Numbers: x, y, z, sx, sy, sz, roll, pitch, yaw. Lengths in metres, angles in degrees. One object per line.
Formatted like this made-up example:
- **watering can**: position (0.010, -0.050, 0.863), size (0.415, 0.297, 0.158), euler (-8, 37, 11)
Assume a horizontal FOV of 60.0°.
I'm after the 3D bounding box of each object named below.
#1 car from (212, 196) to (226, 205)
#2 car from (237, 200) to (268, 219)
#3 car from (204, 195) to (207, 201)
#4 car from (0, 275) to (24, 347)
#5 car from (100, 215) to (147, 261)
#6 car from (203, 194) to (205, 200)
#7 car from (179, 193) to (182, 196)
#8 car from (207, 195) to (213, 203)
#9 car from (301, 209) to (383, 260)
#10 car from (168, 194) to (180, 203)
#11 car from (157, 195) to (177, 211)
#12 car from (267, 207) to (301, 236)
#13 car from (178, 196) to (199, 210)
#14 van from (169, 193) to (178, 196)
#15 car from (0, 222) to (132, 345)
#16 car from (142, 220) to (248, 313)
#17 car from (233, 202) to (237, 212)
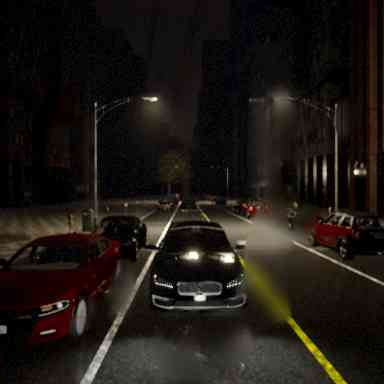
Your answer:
- **car**: position (5.010, 1.587, 57.822), size (1.802, 1.307, 4.206), euler (0, 0, -1)
- **car**: position (5.539, 1.441, 29.438), size (1.967, 1.590, 4.097), euler (0, 0, -1)
- **car**: position (4.586, 1.593, 80.528), size (1.802, 1.307, 4.206), euler (0, 0, -1)
- **car**: position (-2.451, 1.525, 0.722), size (1.752, 1.417, 4.829), euler (0, 0, -1)
- **car**: position (-2.666, 1.564, 12.245), size (1.947, 1.339, 4.313), euler (0, 0, -1)
- **car**: position (4.476, 1.539, 86.375), size (1.752, 1.417, 4.829), euler (0, 0, -1)
- **car**: position (-3.620, 1.320, 63.333), size (2.192, 1.841, 5.009), euler (0, 0, -1)
- **car**: position (4.797, 1.558, 69.175), size (2.008, 1.369, 4.403), euler (0, 0, -1)
- **car**: position (5.857, 1.440, 12.408), size (1.967, 1.590, 4.097), euler (0, 0, -1)
- **car**: position (-3.726, 1.321, 69.009), size (2.192, 1.841, 5.009), euler (0, 0, -1)
- **car**: position (-3.196, 1.441, 40.626), size (1.967, 1.590, 4.097), euler (0, 0, -1)
- **car**: position (5.751, 1.566, 18.085), size (1.947, 1.339, 4.313), euler (0, 0, -1)
- **car**: position (-0.470, 1.565, 42.661), size (1.994, 1.385, 4.181), euler (0, 0, -1)
- **van**: position (-3.408, 1.343, 51.980), size (1.690, 1.788, 3.998), euler (0, 0, -1)
- **car**: position (-2.560, 1.543, 6.568), size (1.887, 1.381, 4.507), euler (0, 0, -1)
- **car**: position (0.077, 1.504, 7.930), size (1.837, 1.490, 4.892), euler (0, 0, -1)
- **car**: position (5.433, 1.567, 35.115), size (1.947, 1.339, 4.313), euler (0, 0, -1)
